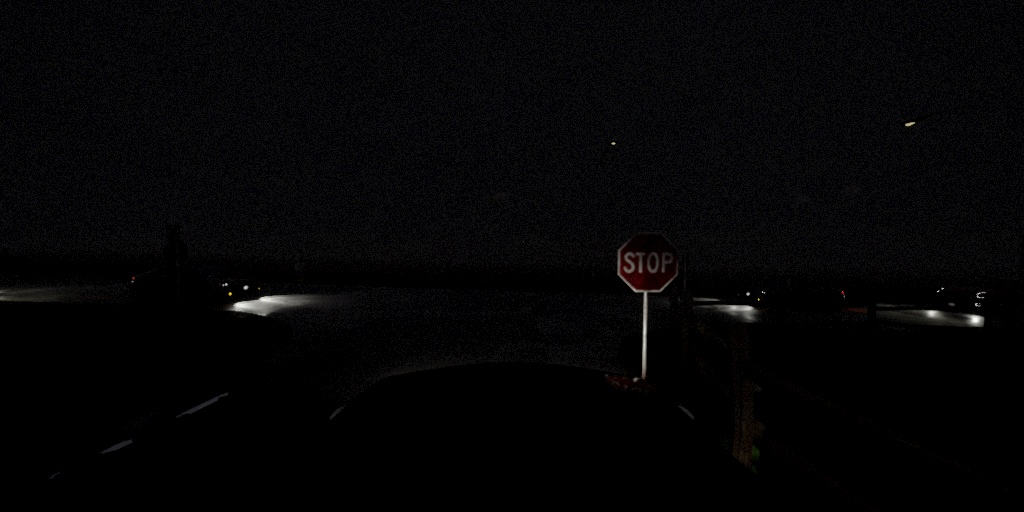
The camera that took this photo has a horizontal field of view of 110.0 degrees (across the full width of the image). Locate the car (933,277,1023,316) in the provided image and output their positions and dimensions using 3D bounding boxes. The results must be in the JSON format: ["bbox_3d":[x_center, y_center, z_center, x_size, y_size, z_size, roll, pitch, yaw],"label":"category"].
[{"bbox_3d":[23.174,1.790,17.009,4.553,1.767,2.097,2,3,0],"label":"car"}]

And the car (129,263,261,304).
[{"bbox_3d":[-12.516,1.004,14.295,4.181,1.385,1.994,2,3,3],"label":"car"}]

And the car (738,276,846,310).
[{"bbox_3d":[13.235,1.693,17.074,4.181,1.385,1.994,2,3,0],"label":"car"}]

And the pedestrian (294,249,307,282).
[{"bbox_3d":[-11.991,0.530,20.279,0.375,1.860,0.375,0,1,0],"label":"pedestrian"}]
